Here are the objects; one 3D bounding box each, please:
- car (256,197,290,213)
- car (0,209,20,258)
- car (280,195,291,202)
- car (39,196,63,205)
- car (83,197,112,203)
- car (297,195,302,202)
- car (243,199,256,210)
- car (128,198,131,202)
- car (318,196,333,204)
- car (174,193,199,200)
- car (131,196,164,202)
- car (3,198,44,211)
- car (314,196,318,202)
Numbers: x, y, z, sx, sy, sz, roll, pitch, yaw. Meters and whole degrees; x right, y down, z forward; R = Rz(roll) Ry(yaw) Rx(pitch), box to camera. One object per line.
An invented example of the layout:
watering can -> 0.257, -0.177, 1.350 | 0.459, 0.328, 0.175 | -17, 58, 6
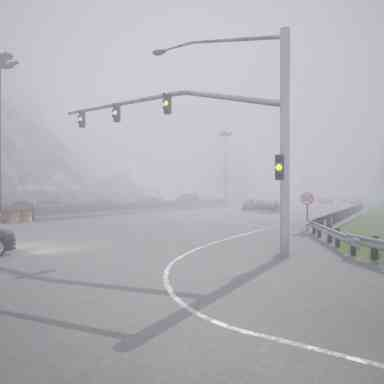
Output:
car -> 9.168, 1.579, 37.113 | 1.895, 1.301, 4.718 | 0, 0, 33
car -> -8.006, 1.480, 10.218 | 1.837, 1.490, 4.892 | 0, 0, 33
car -> 21.933, 1.463, 78.288 | 1.837, 1.490, 4.892 | 0, 0, 7
car -> -19.654, 1.268, 44.392 | 2.097, 1.767, 4.553 | 0, 0, 33
car -> -10.770, 1.539, 38.793 | 1.895, 1.301, 4.718 | 0, 0, 33
car -> 25.038, 1.493, 75.519 | 2.128, 1.511, 4.902 | 0, 0, 7
car -> 7.941, 1.535, 41.710 | 1.994, 1.385, 4.181 | 0, 0, 32
car -> -9.651, 1.411, 60.501 | 2.128, 1.511, 4.902 | 0, 0, 29
car -> 25.630, 1.548, 63.296 | 1.994, 1.385, 4.181 | 0, 0, 16
car -> -0.794, 1.163, 54.864 | 2.150, 2.045, 5.566 | 0, 0, 29
car -> -5.740, 1.432, 46.748 | 2.128, 1.511, 4.902 | 0, 0, 32
car -> -16.198, 1.500, 30.282 | 1.994, 1.385, 4.181 | 0, 0, 33
car -> 28.187, 1.520, 72.883 | 2.033, 1.411, 5.357 | 0, 0, 7
